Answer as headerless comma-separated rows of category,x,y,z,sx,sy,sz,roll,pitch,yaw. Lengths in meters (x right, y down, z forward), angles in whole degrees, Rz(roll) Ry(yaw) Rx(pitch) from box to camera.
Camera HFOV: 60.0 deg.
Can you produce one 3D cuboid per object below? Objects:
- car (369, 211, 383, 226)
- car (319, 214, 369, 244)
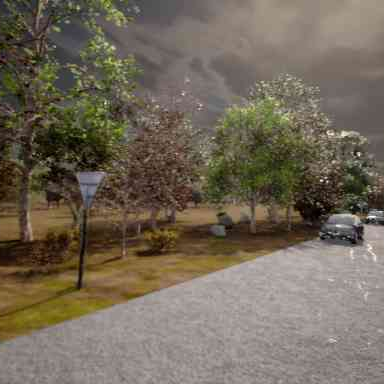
car,20.403,2.874,36.781,1.837,1.490,4.892,4,0,34
car,8.957,2.092,19.685,1.837,1.490,4.892,4,0,34
